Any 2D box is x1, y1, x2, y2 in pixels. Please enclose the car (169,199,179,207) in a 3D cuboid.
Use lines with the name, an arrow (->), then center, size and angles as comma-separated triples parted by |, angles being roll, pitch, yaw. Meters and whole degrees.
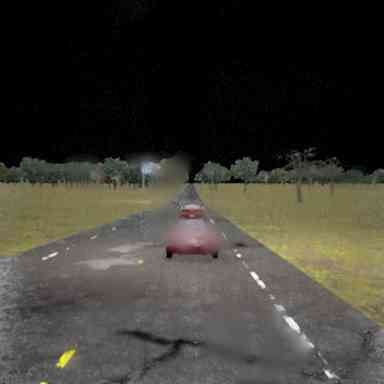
car -> -3.484, 2.115, 65.433 | 2.033, 1.411, 5.357 | 0, 0, 0

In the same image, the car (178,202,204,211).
car -> 0.035, 1.764, 29.241 | 1.882, 1.535, 5.008 | 0, 0, 0

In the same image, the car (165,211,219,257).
car -> 0.024, 1.701, 13.544 | 1.994, 1.385, 4.181 | 0, 0, 1
